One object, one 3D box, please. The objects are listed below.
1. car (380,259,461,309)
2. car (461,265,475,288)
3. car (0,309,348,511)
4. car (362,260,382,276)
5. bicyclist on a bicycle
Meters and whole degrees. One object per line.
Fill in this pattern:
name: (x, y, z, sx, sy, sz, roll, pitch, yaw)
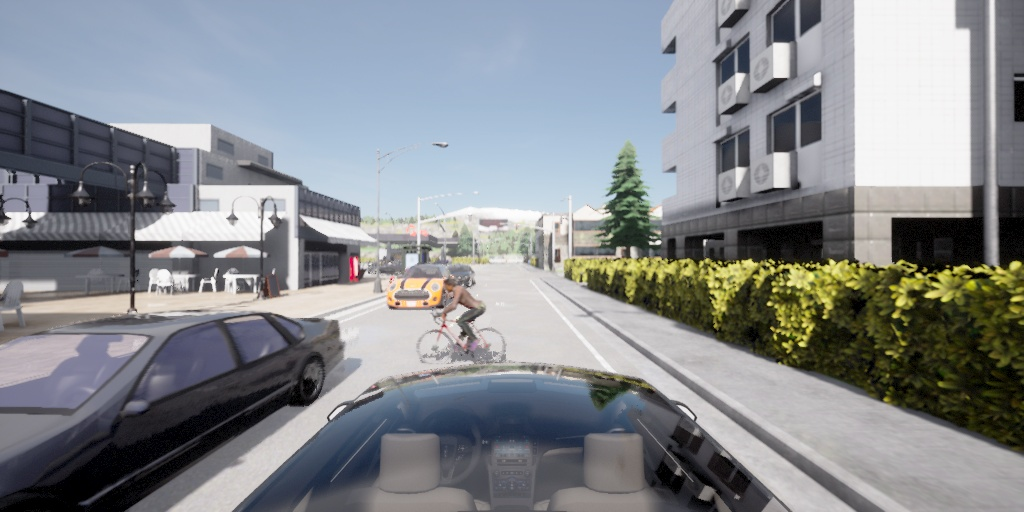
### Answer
car: (-3.648, 1.161, 15.227, 2.097, 1.767, 4.553, 0, 0, 0)
car: (-3.605, 1.355, 24.614, 1.837, 1.490, 4.892, 0, 0, 0)
car: (-3.599, 1.306, 3.545, 2.033, 1.411, 5.357, 0, 0, 0)
car: (-14.979, 1.601, 43.473, 4.902, 1.511, 2.128, 0, 0, 0)
bicyclist on a bicycle: (-0.955, 1.223, 6.627, 1.656, 1.620, 0.582, -2, 0, 0)
